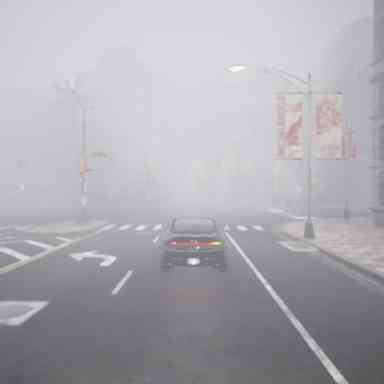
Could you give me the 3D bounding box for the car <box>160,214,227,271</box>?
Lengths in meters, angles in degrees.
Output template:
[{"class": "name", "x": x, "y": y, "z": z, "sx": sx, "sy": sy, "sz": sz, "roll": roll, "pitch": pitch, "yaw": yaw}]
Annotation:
[{"class": "car", "x": 0.056, "y": 1.476, "z": 10.752, "sx": 1.837, "sy": 1.490, "sz": 4.892, "roll": 0, "pitch": 0, "yaw": 0}]
